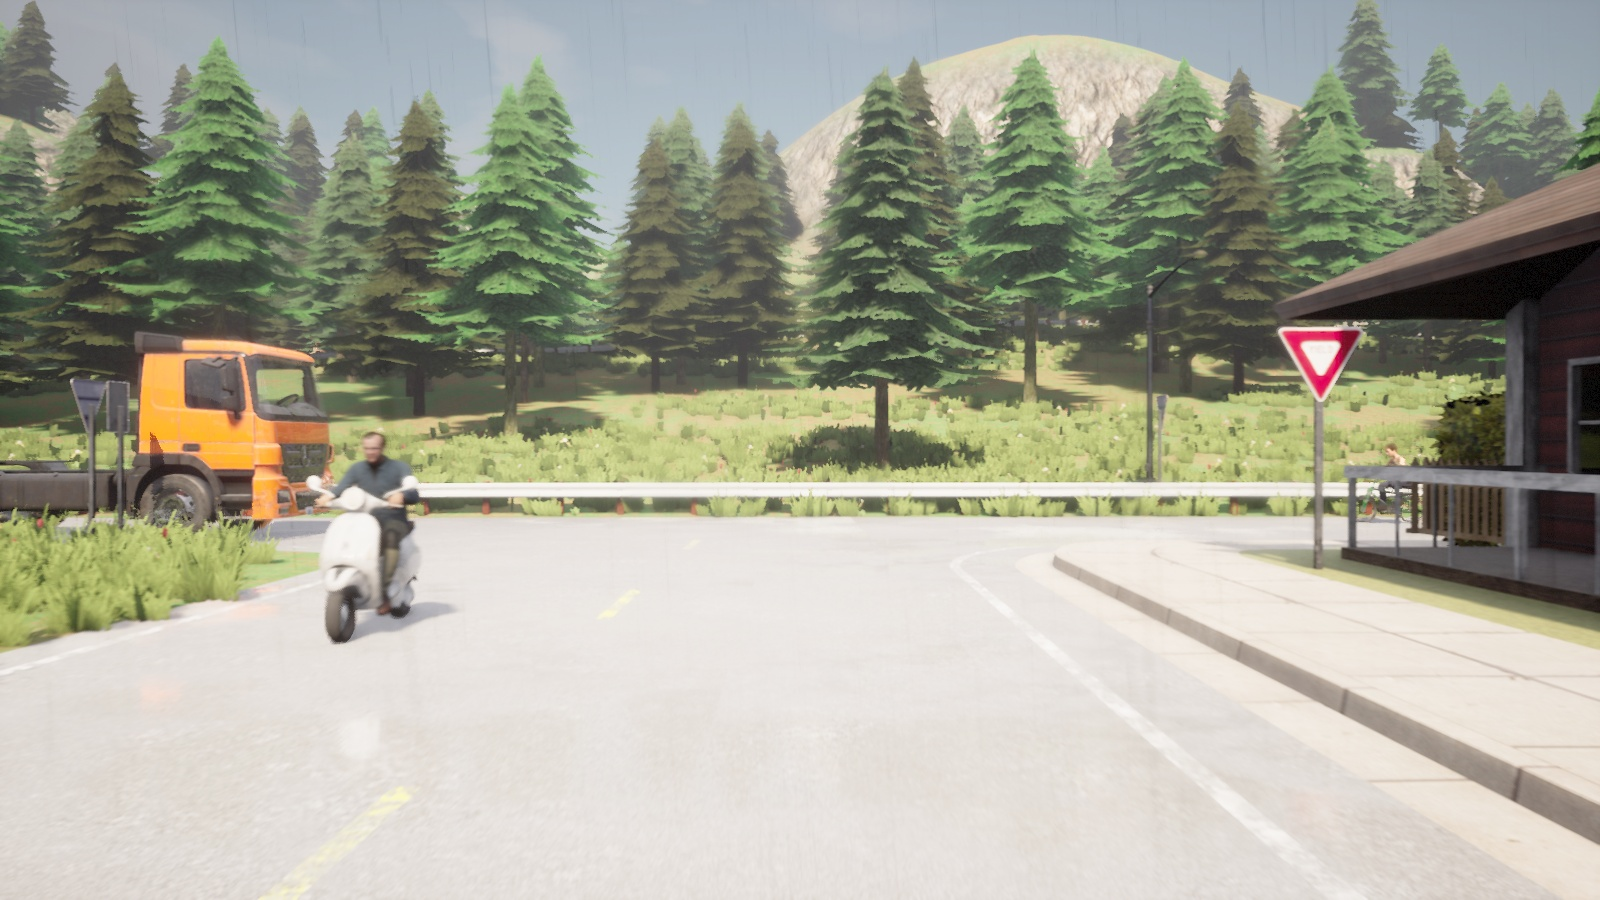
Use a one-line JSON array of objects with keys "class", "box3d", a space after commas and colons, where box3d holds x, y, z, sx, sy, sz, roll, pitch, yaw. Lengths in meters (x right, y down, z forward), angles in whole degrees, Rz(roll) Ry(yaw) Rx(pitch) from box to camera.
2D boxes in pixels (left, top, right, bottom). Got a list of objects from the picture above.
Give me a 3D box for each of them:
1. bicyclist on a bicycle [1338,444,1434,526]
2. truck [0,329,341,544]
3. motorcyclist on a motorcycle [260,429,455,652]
[{"class": "bicyclist on a bicycle", "box3d": [11.725, 0.691, 25.143, 1.509, 1.612, 0.866, 0, 0, 0]}, {"class": "truck", "box3d": [-12.441, -0.228, 21.749, 7.936, 3.462, 2.891, 0, 0, 0]}, {"class": "motorcyclist on a motorcycle", "box3d": [-3.412, 0.641, 9.882, 0.866, 1.590, 1.817, 0, 0, 1]}]
